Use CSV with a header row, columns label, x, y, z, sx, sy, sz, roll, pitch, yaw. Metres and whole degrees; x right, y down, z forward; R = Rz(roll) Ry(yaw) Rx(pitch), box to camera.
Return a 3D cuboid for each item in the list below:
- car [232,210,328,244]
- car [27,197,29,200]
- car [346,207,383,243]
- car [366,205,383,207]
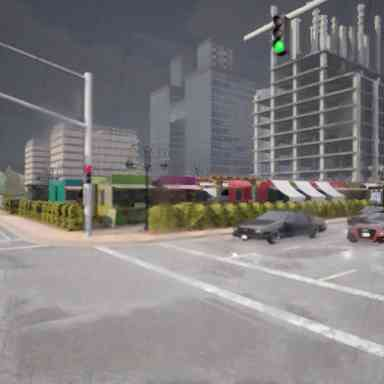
label,x,y,z,sx,sy,sz,roll,pitch,yaw
car,4.397,1.568,16.057,5.357,1.411,2.033,0,0,-37
car,-32.420,1.234,70.643,4.605,1.855,1.932,0,0,-37
car,8.808,1.583,14.992,4.181,1.385,1.994,0,0,-37
car,12.427,1.576,22.091,5.357,1.411,2.033,0,0,-37
